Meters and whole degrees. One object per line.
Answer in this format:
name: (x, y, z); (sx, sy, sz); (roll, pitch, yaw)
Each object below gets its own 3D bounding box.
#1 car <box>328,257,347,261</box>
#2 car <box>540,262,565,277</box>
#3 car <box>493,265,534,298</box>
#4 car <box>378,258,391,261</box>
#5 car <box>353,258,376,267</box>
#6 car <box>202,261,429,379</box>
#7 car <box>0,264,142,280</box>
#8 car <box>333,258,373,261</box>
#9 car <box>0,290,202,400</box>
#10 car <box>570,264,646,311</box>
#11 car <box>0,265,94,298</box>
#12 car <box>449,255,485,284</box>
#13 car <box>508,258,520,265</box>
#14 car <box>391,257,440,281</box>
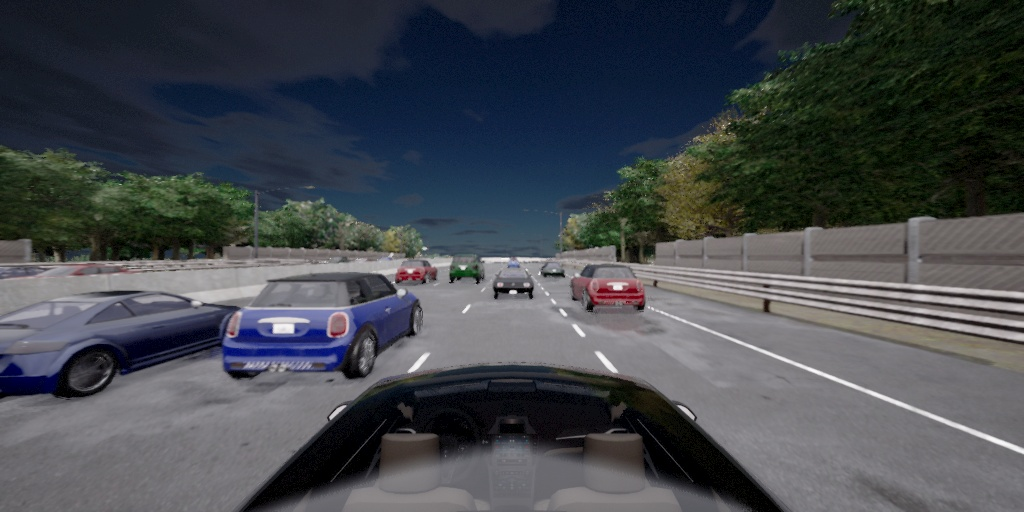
car: (-27.767, 0.885, 57.428); (2.097, 1.767, 4.553); (0, 0, 1)
car: (3.746, 1.233, 33.716); (1.994, 1.385, 4.181); (0, 0, 0)
car: (0.075, 1.326, 18.354); (1.895, 1.301, 4.718); (0, 0, 0)
car: (-20.759, 1.027, 59.073); (1.882, 1.535, 5.008); (0, 0, 1)
car: (-24.255, 1.068, 59.035); (1.812, 1.442, 4.674); (0, 0, 1)
car: (-3.375, 1.092, 7.440); (2.097, 1.767, 4.553); (0, 0, 0)
car: (-21.026, 1.163, 17.362); (1.882, 1.535, 5.008); (0, 0, 0)
car: (-17.411, 1.195, 39.655); (1.895, 1.301, 4.718); (0, 0, 0)
car: (-6.880, 1.298, 6.482); (1.994, 1.385, 4.181); (0, 0, 0)
car: (3.657, 1.095, 14.491); (2.097, 1.767, 4.553); (0, 0, 0)
car: (-24.527, 1.226, 17.484); (2.033, 1.411, 5.357); (0, 0, 0)
car: (-3.284, 0.910, 26.856); (2.150, 2.045, 5.566); (0, 0, 0)
car: (0.242, 1.133, 54.287); (2.033, 1.411, 5.357); (0, 0, 0)
car: (-6.789, 1.036, 26.078); (2.097, 1.767, 4.553); (0, 0, 0)
